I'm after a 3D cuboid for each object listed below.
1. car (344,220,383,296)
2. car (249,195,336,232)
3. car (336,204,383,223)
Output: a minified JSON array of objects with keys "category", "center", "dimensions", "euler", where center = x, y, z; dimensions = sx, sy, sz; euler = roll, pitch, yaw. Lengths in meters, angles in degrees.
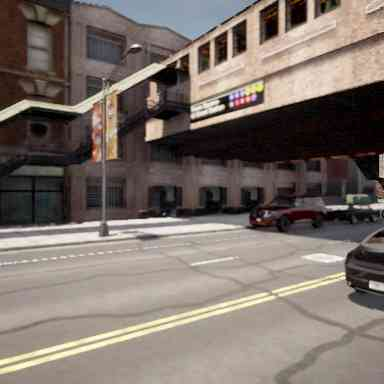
[{"category":"car","center":[5.434,1.504,7.620],"dimensions":[4.892,1.490,1.837],"euler":[0,0,-35]},{"category":"car","center":[6.045,1.228,20.521],"dimensions":[5.566,2.045,2.435],"euler":[0,0,-36]},{"category":"car","center":[12.043,1.594,24.849],"dimensions":[4.718,1.301,1.895],"euler":[0,0,-36]}]
